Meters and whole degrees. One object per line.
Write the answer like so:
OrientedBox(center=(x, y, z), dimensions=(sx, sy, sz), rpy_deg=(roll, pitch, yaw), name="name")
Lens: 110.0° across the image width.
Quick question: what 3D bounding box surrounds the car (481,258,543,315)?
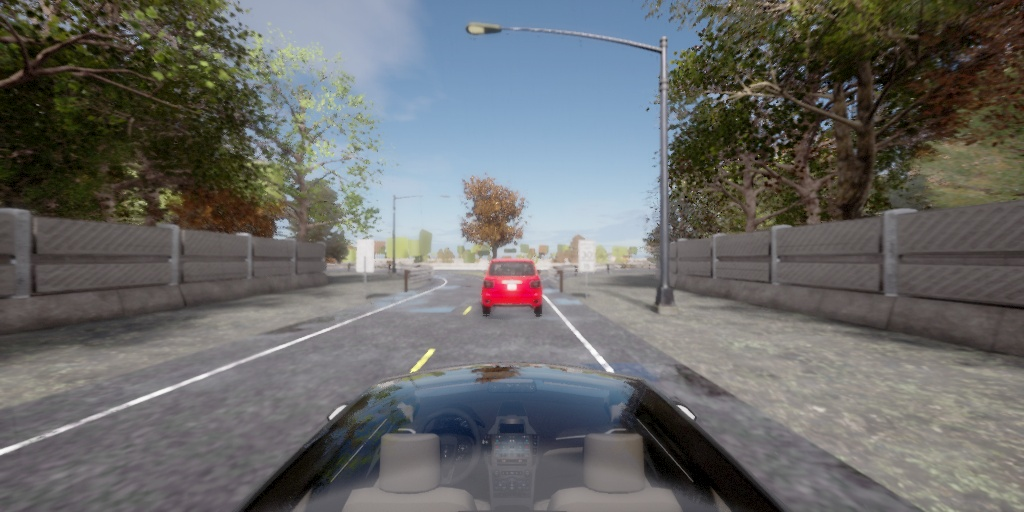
OrientedBox(center=(0.018, 1.117, 14.384), dimensions=(2.150, 2.045, 5.566), rpy_deg=(0, 0, 0), name="car")
